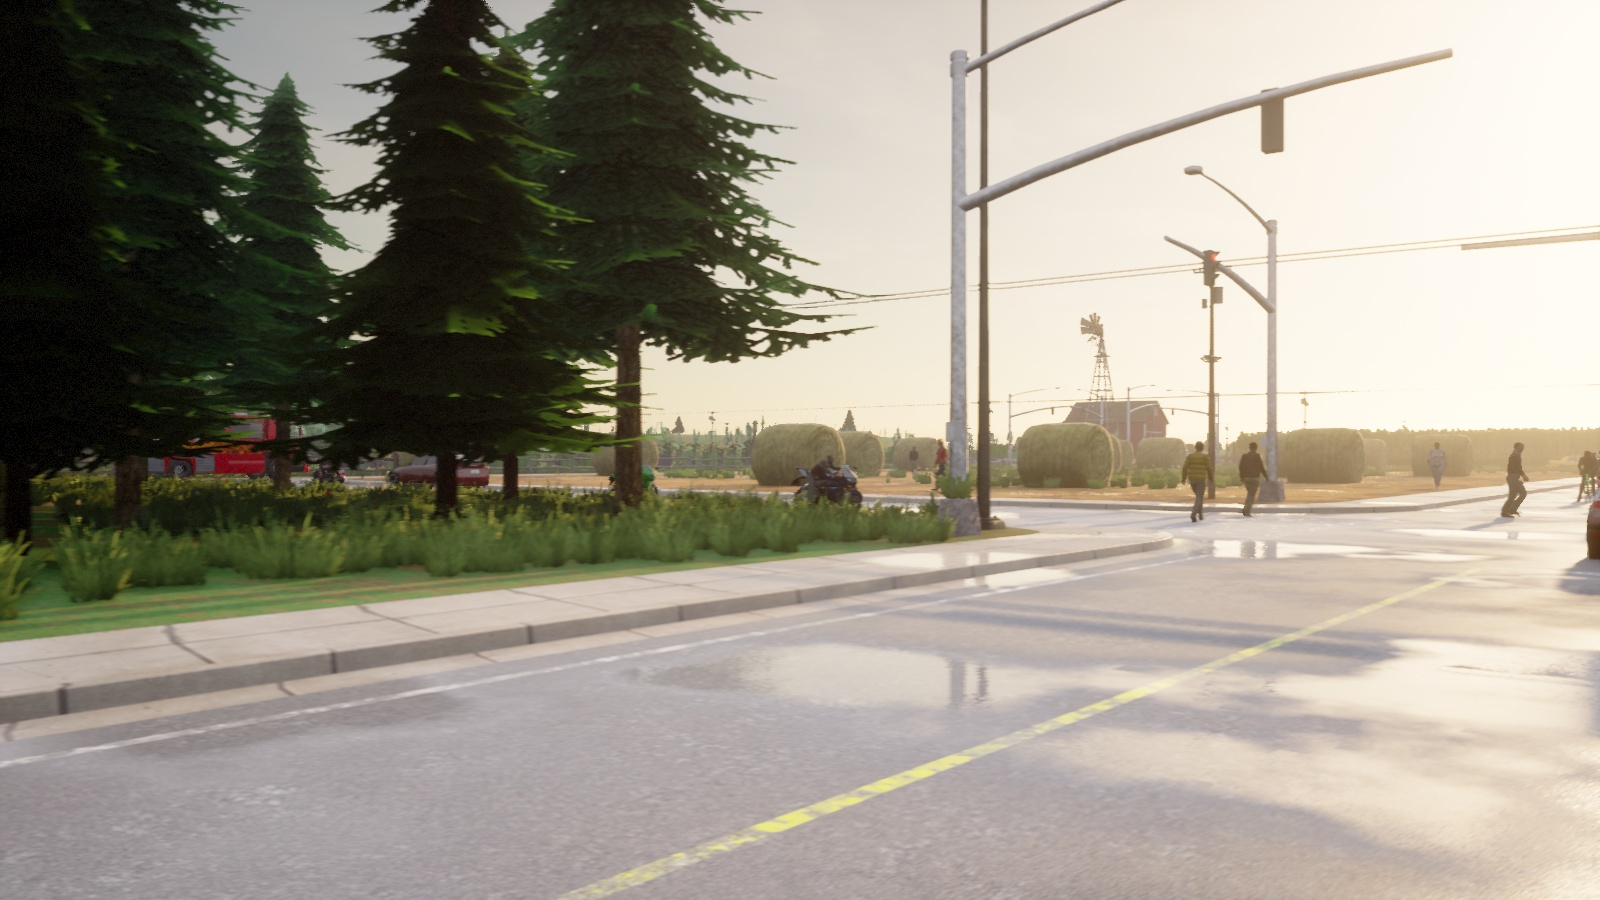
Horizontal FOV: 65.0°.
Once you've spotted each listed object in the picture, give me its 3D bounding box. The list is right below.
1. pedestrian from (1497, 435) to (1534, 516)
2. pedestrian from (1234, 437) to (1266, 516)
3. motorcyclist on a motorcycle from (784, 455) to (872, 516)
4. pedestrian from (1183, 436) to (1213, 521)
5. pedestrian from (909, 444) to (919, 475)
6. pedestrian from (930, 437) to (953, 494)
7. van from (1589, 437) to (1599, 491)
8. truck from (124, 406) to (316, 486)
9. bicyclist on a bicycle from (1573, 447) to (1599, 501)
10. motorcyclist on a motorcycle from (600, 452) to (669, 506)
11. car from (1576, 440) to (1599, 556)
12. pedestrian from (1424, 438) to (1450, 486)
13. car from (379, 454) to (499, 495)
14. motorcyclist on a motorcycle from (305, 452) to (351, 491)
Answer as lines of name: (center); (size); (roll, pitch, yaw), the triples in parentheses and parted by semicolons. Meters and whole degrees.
pedestrian: (16.645, 0.583, 29.205); (0.720, 1.854, 0.376); (0, 0, 33)
pedestrian: (10.658, 0.611, 29.720); (0.703, 1.840, 0.431); (0, 0, -42)
motorcyclist on a motorcycle: (0.696, 0.884, 32.278); (2.191, 1.530, 0.866); (0, 0, 39)
pedestrian: (8.755, 0.612, 27.625); (0.370, 1.835, 0.726); (0, 0, 40)
pedestrian: (6.727, 0.563, 74.236); (0.431, 1.840, 0.703); (0, 0, -7)
pedestrian: (4.563, 0.495, 40.516); (0.636, 1.846, 0.331); (0, 0, 34)
van: (32.067, 0.519, 48.676); (2.069, 2.038, 4.480); (0, 0, 38)
truck: (-29.531, -0.200, 64.266); (2.891, 3.827, 8.468); (0, 0, 42)
bicyclist on a bicycle: (24.582, 0.733, 39.180); (0.582, 1.620, 1.656); (-1, 0, 38)
motorcyclist on a motorcycle: (-4.872, 0.857, 36.833); (2.044, 1.523, 0.797); (-2, -1, 39)
car: (12.918, 0.673, 18.725); (1.851, 1.617, 3.988); (0, 0, 38)
pedestrian: (24.725, 0.463, 48.736); (0.874, 1.855, 0.900); (0, 0, 30)
car: (-14.103, 0.920, 48.906); (4.792, 1.488, 2.163); (0, 0, 39)
motorcyclist on a motorcycle: (-20.293, 0.896, 53.969); (2.350, 1.649, 0.766); (0, 0, 39)
